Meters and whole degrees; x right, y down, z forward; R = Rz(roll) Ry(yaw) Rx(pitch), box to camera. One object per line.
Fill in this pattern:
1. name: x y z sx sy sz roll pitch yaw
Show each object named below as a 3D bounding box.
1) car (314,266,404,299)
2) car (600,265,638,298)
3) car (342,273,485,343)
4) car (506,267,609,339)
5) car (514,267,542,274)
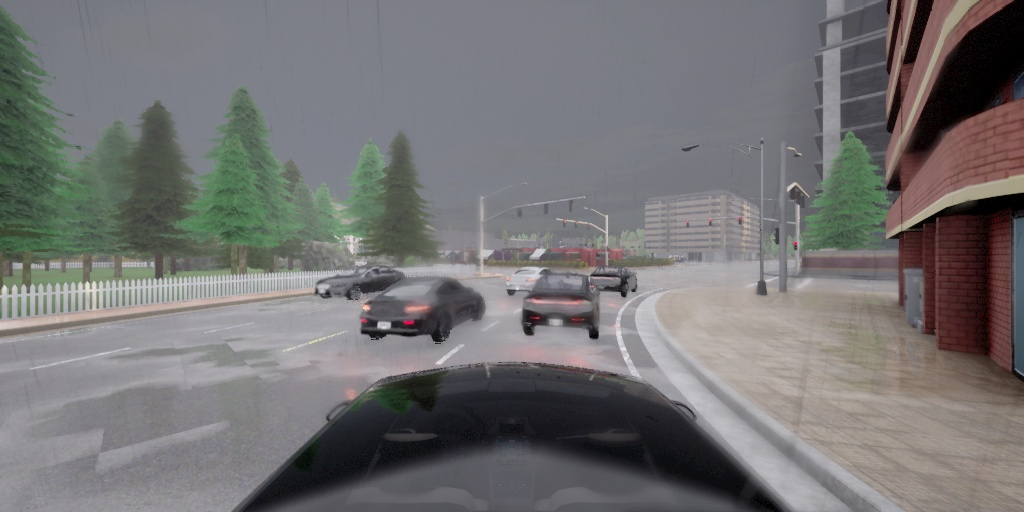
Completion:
1. car: -7.239 1.242 17.607 2.128 1.511 4.902 0 0 21
2. car: 5.344 1.241 18.824 2.128 1.511 4.902 0 0 28
3. car: -2.157 1.276 9.689 1.812 1.442 4.674 0 0 12
4. car: 1.561 1.241 10.208 2.128 1.511 4.902 0 0 14
5. car: 1.266 1.276 18.837 1.812 1.442 4.674 0 0 26
